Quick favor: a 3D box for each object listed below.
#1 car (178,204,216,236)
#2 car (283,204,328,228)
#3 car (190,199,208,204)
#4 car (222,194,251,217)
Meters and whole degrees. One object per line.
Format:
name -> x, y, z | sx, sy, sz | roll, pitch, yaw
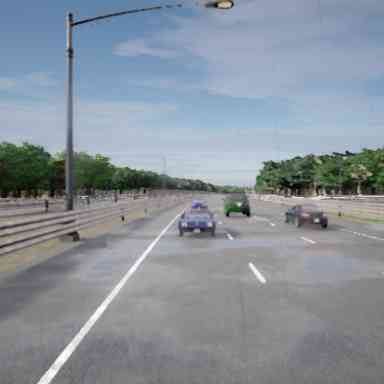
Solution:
car -> 0.272, 1.572, 18.112 | 1.895, 1.301, 4.718 | 0, 0, 1
car -> 7.353, 1.496, 21.779 | 1.812, 1.442, 4.674 | 0, 0, 1
car -> 0.775, 1.473, 36.992 | 1.812, 1.442, 4.674 | 0, 0, 2
car -> 4.064, 1.179, 30.663 | 2.150, 2.045, 5.566 | 0, 0, 2
